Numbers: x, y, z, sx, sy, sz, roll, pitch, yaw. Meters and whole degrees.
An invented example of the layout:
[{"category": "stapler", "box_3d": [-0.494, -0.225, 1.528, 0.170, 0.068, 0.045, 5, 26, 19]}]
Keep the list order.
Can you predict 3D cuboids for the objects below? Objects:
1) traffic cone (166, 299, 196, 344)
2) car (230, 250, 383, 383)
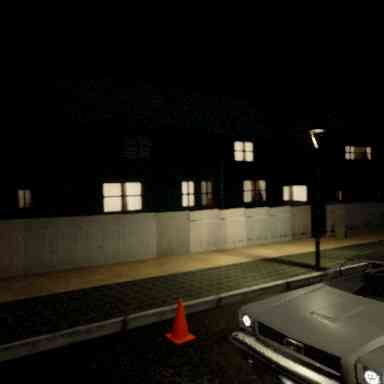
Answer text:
[{"category": "traffic cone", "box_3d": [-0.174, 1.934, 5.101, 0.340, 0.580, 0.340, 0, 0, -34]}, {"category": "car", "box_3d": [2.807, 1.572, 4.490, 4.718, 1.301, 1.895, 0, 0, -34]}]
